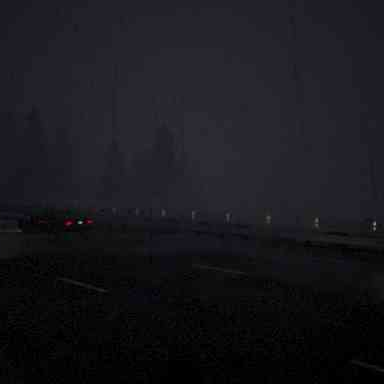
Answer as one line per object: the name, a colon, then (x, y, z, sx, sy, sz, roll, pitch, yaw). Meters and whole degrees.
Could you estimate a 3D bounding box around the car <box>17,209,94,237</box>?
car: (-7.790, 1.655, 18.770, 5.357, 1.411, 2.033, 0, -1, 37)
